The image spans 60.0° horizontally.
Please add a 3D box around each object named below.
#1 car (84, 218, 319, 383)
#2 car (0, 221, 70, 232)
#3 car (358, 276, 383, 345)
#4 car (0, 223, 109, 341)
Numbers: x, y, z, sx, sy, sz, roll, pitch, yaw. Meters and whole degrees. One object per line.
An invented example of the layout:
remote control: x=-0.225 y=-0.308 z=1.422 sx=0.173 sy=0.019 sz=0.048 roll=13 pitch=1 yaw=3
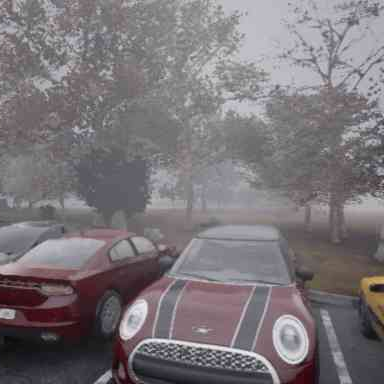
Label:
car: x=0.667 y=1.370 z=5.080 sx=2.185 sy=1.767 sz=4.553 roll=0 pitch=-1 yaw=16
car: x=-4.129 y=1.543 z=8.518 sx=2.163 sy=1.488 sz=4.792 roll=0 pitch=-1 yaw=17
car: x=3.105 y=1.485 z=3.500 sx=1.946 sy=1.575 sz=5.366 roll=0 pitch=-1 yaw=16
car: x=-1.745 y=1.504 z=6.787 sx=2.097 sy=1.535 sz=5.008 roll=0 pitch=-1 yaw=16
